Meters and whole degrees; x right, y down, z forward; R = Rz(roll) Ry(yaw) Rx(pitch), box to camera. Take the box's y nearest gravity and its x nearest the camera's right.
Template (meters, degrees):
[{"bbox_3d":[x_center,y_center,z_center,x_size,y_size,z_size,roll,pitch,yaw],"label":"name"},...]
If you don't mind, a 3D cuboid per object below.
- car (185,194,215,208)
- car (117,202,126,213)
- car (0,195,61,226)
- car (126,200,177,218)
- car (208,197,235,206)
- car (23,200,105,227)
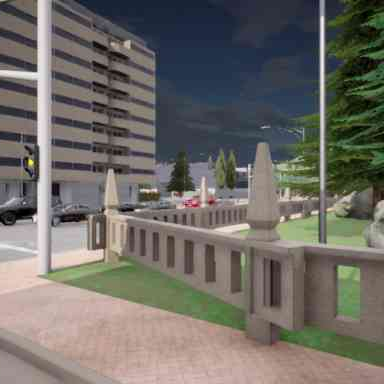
[{"bbox_3d":[1.266,1.271,44.001,2.150,2.045,5.566,0,0,34],"label":"car"},{"bbox_3d":[-6.605,1.651,32.503,1.895,1.301,4.718,0,0,34],"label":"car"},{"bbox_3d":[-12.115,1.272,24.446,2.150,2.045,5.566,0,0,34],"label":"car"},{"bbox_3d":[-3.394,1.542,30.994,2.128,1.511,4.902,0,0,34],"label":"car"},{"bbox_3d":[3.731,1.615,41.381,1.994,1.385,4.181,0,0,35],"label":"car"},{"bbox_3d":[-8.662,1.542,23.291,2.128,1.511,4.902,0,0,34],"label":"car"}]
